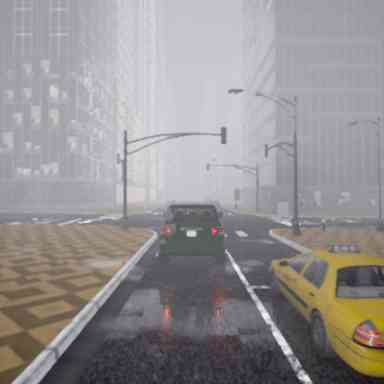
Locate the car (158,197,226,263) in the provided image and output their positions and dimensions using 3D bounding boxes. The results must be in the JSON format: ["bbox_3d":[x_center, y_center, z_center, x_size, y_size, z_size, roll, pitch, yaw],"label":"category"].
[{"bbox_3d":[0.035,1.344,12.563,2.150,2.045,5.566,0,0,1],"label":"car"}]

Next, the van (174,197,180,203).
[{"bbox_3d":[-4.261,2.223,95.457,1.690,1.788,3.998,0,0,0],"label":"van"}]

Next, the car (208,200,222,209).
[{"bbox_3d":[3.878,2.116,56.808,1.947,1.339,4.313,0,-1,0],"label":"car"}]

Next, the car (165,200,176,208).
[{"bbox_3d":[-4.082,2.181,62.291,1.802,1.307,4.206,0,-1,0],"label":"car"}]

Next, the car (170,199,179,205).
[{"bbox_3d":[-4.171,2.309,78.873,1.947,1.339,4.313,0,0,0],"label":"car"}]

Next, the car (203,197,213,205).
[{"bbox_3d":[3.709,2.058,78.918,2.192,1.841,5.009,0,0,0],"label":"car"}]

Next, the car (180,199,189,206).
[{"bbox_3d":[-1.562,2.198,70.714,1.812,1.442,4.674,0,-1,0],"label":"car"}]

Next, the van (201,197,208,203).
[{"bbox_3d":[3.619,2.223,95.500,1.690,1.788,3.998,0,0,0],"label":"van"}]

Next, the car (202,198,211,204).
[{"bbox_3d":[3.679,2.230,84.445,1.967,1.590,4.097,0,0,0],"label":"car"}]

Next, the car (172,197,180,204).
[{"bbox_3d":[-4.231,2.276,89.930,1.967,1.590,4.097,0,0,0],"label":"car"}]

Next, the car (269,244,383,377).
[{"bbox_3d":[2.565,1.582,5.877,1.752,1.417,4.829,0,-1,0],"label":"car"}]
